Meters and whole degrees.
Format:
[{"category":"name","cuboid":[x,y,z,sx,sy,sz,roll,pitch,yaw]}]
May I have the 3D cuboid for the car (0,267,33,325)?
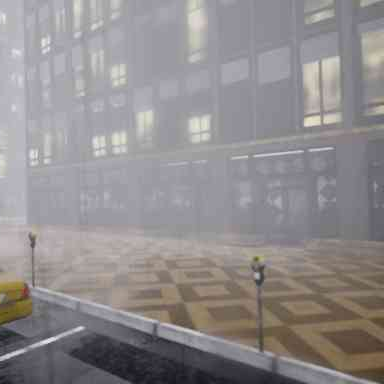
[{"category":"car","cuboid":[-4.870,1.609,6.218,4.829,1.417,1.752,-1,-2,36]}]
